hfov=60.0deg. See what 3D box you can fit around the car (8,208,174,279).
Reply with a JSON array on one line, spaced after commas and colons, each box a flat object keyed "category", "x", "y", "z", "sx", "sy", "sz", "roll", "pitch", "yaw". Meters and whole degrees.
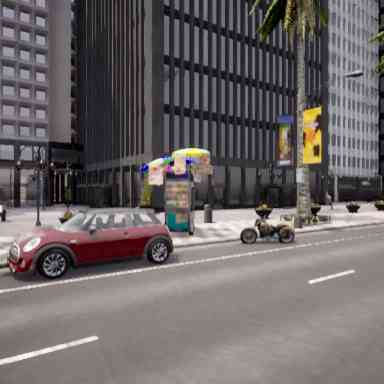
[{"category": "car", "x": -2.873, "y": 1.297, "z": 9.925, "sx": 4.553, "sy": 1.767, "sz": 2.185, "roll": 0, "pitch": 0, "yaw": -35}]
